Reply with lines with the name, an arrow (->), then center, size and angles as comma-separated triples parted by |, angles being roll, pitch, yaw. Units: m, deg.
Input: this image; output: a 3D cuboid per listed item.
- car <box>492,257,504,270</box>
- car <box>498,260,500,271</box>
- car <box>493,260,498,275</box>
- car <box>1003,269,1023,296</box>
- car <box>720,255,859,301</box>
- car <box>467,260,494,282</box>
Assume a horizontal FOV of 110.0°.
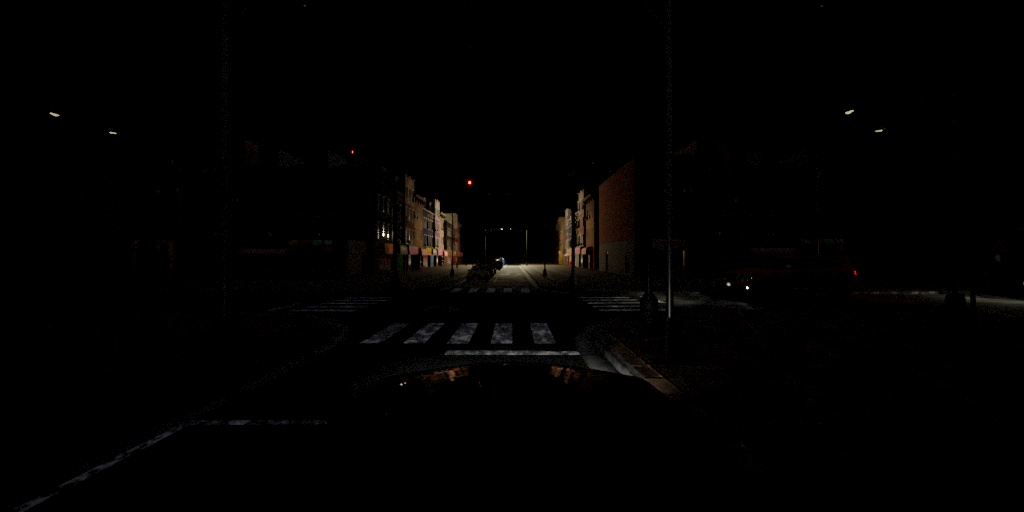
car -> -2.610, 1.249, 51.303 | 1.967, 1.591, 4.097 | 0, 0, 0
car -> -2.617, 1.367, 40.092 | 1.802, 1.307, 4.207 | 0, 0, 0
car -> -2.620, 1.320, 34.487 | 1.888, 1.381, 4.507 | 0, 0, 0
car -> 26.704, 0.932, 16.662 | 5.566, 2.045, 2.150 | 0, 0, 0
car -> 12.813, 0.958, 16.717 | 5.566, 2.045, 2.150 | 0, 0, -2
car -> -2.623, 1.292, 28.713 | 1.751, 1.417, 4.829 | 0, 0, 0
